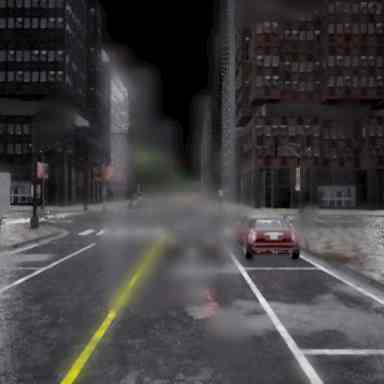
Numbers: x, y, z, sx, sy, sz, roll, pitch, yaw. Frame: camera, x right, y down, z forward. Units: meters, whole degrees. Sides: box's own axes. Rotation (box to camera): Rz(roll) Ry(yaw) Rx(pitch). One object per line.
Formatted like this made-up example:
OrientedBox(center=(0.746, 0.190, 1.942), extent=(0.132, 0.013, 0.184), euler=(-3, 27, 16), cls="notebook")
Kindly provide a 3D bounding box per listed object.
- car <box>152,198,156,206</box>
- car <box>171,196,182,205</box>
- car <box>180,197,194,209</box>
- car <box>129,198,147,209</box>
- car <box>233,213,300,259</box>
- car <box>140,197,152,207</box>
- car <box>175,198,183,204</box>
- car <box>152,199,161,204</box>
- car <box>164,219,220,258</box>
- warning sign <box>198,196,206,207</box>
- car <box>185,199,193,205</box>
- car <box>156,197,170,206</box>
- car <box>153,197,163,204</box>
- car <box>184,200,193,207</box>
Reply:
OrientedBox(center=(-9.214, 2.244, 70.609), extent=(1.752, 1.417, 4.829), euler=(0, -1, 0), cls="car")
OrientedBox(center=(-3.510, 2.316, 80.712), extent=(1.882, 1.535, 5.008), euler=(0, -1, 0), cls="car")
OrientedBox(center=(-0.592, 1.969, 54.553), extent=(1.967, 1.590, 4.097), euler=(0, -1, 0), cls="car")
OrientedBox(center=(-9.116, 2.094, 54.502), extent=(1.947, 1.339, 4.313), euler=(0, -1, 0), cls="car")
OrientedBox(center=(2.763, 1.567, 13.161), extent=(1.967, 1.590, 4.097), euler=(0, -1, 0), cls="car")
OrientedBox(center=(-9.150, 1.907, 59.931), extent=(2.192, 1.841, 5.009), euler=(0, -1, 0), cls="car")
OrientedBox(center=(-3.573, 2.406, 91.126), extent=(1.882, 1.535, 5.008), euler=(0, -1, 0), cls="car")
OrientedBox(center=(-9.314, 2.499, 87.056), extent=(1.802, 1.307, 4.206), euler=(0, -1, 0), cls="car")
OrientedBox(center=(0.022, 1.729, 13.267), extent=(1.895, 1.301, 4.718), euler=(0, -1, 1), cls="car")
OrientedBox(center=(1.697, 1.688, 58.240), extent=(1.300, 1.860, 1.060), euler=(0, 0, 0), cls="warning sign")
OrientedBox(center=(-0.723, 2.331, 76.250), extent=(1.887, 1.381, 4.507), euler=(0, -1, 0), cls="car")
OrientedBox(center=(-6.467, 2.254, 73.603), extent=(1.837, 1.490, 4.892), euler=(0, -1, 0), cls="car")
OrientedBox(center=(-9.348, 2.299, 92.484), extent=(2.192, 1.841, 5.009), euler=(0, -1, 0), cls="car")
OrientedBox(center=(-0.657, 2.239, 65.400), extent=(1.802, 1.307, 4.206), euler=(0, -1, 0), cls="car")
